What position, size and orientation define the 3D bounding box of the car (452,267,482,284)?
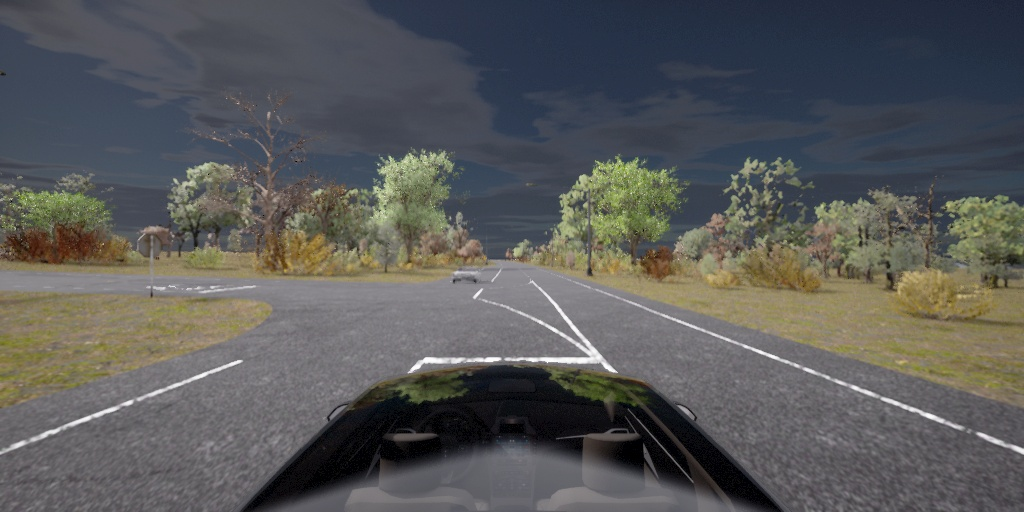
[{"bbox_3d":[-3.484,1.486,28.020,1.895,1.301,4.718,0,-2,0],"label":"car"}]
